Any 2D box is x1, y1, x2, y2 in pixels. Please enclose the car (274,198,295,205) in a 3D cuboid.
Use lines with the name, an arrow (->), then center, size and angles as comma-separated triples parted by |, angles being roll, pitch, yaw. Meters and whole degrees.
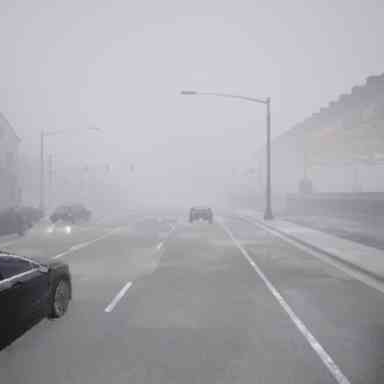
car -> 17.452, 1.845, 62.485 | 1.853, 1.218, 4.536 | 0, -1, 45

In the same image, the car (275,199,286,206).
car -> 17.315, 1.962, 57.840 | 2.038, 1.542, 4.974 | 0, -1, -35

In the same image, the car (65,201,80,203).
car -> -13.158, 1.781, 36.292 | 1.882, 1.535, 5.008 | 0, 0, 1

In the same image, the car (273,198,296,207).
car -> 17.415, 2.002, 62.447 | 2.038, 1.542, 4.974 | 0, -1, 45

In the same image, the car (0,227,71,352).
car -> -3.303, 1.530, 4.604 | 2.128, 1.511, 4.902 | 0, 0, 1

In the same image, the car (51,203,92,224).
car -> -9.903, 1.830, 27.397 | 1.895, 1.301, 4.718 | 0, 0, 2

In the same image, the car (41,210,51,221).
car -> -13.450, 1.761, 25.843 | 2.033, 1.411, 5.357 | 0, 0, 2

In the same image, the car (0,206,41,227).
car -> -10.204, 1.688, 17.094 | 2.033, 1.411, 5.357 | 0, 0, 2

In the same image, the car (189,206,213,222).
car -> 0.759, 1.847, 28.484 | 1.895, 1.301, 4.718 | 0, 0, 1
